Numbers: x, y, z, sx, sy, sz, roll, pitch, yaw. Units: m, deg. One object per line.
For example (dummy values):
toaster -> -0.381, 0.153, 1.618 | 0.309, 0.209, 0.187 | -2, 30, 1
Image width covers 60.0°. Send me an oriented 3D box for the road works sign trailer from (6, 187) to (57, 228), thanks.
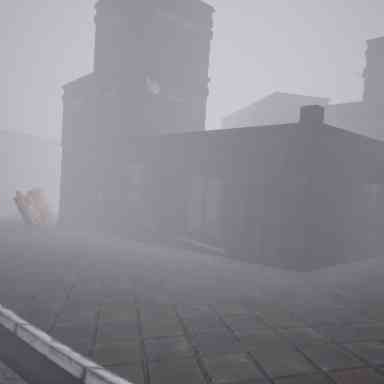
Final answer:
road works sign trailer -> -10.518, 1.181, 21.013 | 2.880, 2.380, 3.560 | -26, 7, -18
